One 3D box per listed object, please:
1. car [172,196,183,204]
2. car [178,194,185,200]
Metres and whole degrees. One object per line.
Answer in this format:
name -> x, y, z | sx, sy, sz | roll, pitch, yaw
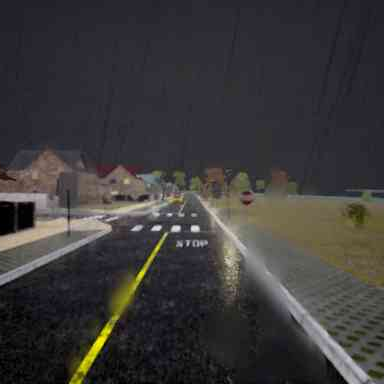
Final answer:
car -> -2.740, 1.428, 62.825 | 1.882, 1.535, 5.008 | 0, 1, 0
car -> -2.736, 1.307, 88.012 | 1.895, 1.301, 4.718 | 0, 0, 0
